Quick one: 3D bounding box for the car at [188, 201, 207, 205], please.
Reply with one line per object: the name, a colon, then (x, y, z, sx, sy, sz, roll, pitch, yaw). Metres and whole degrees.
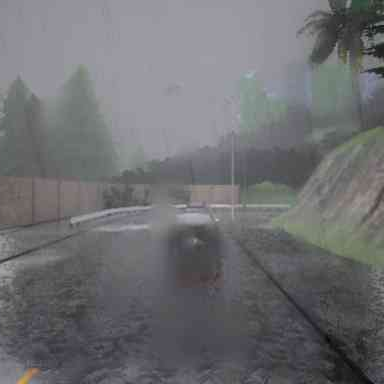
car: (0.481, 1.500, 27.530, 2.128, 1.511, 4.902, 0, 0, 6)

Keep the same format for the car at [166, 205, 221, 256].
car: (0.075, 1.481, 13.197, 1.882, 1.535, 5.008, 0, -1, 0)
